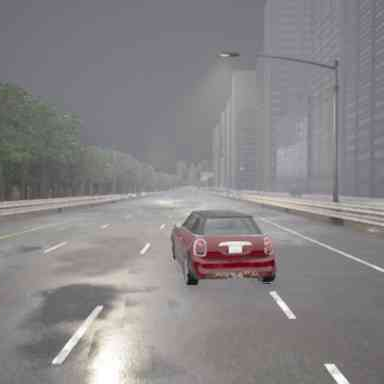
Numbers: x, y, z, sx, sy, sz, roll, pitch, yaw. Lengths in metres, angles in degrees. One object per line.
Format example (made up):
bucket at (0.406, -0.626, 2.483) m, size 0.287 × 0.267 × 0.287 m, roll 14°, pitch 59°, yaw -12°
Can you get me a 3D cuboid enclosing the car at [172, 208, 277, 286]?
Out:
car at (0.631, 1.264, 9.406) m, size 2.097 × 1.767 × 4.553 m, roll 0°, pitch 0°, yaw -9°
